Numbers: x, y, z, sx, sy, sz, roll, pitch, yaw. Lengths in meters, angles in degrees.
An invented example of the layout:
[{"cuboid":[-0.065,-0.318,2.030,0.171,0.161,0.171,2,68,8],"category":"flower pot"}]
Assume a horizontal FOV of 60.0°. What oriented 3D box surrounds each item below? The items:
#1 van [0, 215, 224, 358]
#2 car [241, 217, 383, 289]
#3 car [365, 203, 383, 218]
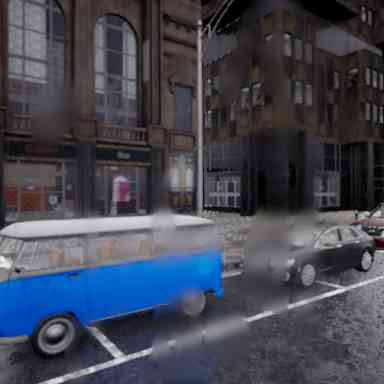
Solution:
[{"cuboid":[-1.323,1.332,5.703,3.998,1.788,1.690,0,0,-35],"category":"van"},{"cuboid":[3.252,1.517,8.965,4.403,1.369,2.008,0,0,-35],"category":"car"},{"cuboid":[7.827,1.257,12.225,5.009,1.841,2.192,0,0,-35],"category":"car"}]
